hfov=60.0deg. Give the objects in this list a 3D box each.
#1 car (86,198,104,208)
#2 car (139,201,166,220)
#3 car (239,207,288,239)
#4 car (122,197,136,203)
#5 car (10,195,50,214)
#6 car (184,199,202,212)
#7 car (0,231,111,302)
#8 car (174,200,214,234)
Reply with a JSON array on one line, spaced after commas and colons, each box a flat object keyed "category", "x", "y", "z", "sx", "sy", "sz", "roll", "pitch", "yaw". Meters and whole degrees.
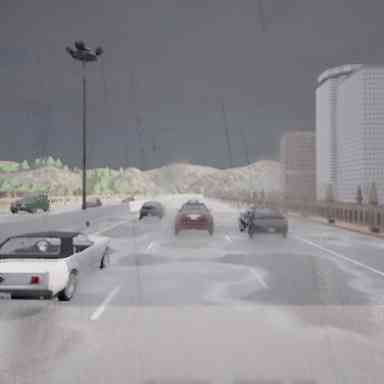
[{"category": "car", "x": -14.018, "y": 1.635, "z": 47.293, "sx": 1.812, "sy": 1.442, "sz": 4.674, "roll": 0, "pitch": 0, "yaw": 1}, {"category": "car", "x": -3.388, "y": 1.557, "z": 28.978, "sx": 1.837, "sy": 1.490, "sz": 4.892, "roll": 0, "pitch": 0, "yaw": 0}, {"category": "car", "x": 3.607, "y": 1.515, "z": 17.417, "sx": 2.128, "sy": 1.511, "sz": 4.902, "roll": 0, "pitch": 0, "yaw": 0}, {"category": "car", "x": -10.482, "y": 1.647, "z": 55.626, "sx": 1.837, "sy": 1.490, "sz": 4.892, "roll": 0, "pitch": -1, "yaw": 0}, {"category": "car", "x": -17.559, "y": 1.296, "z": 36.404, "sx": 2.150, "sy": 2.045, "sz": 5.566, "roll": 0, "pitch": 0, "yaw": 0}, {"category": "car", "x": 0.117, "y": 1.635, "z": 40.564, "sx": 2.033, "sy": 1.411, "sz": 5.357, "roll": 0, "pitch": 0, "yaw": 0}, {"category": "car", "x": -3.403, "y": 1.608, "z": 8.229, "sx": 1.895, "sy": 1.301, "sz": 4.718, "roll": 0, "pitch": 0, "yaw": 0}, {"category": "car", "x": 0.108, "y": 1.379, "z": 19.417, "sx": 2.097, "sy": 1.767, "sz": 4.553, "roll": 0, "pitch": 0, "yaw": 0}]
